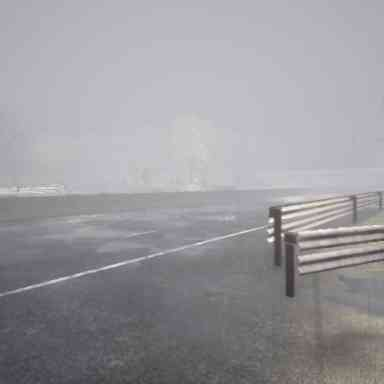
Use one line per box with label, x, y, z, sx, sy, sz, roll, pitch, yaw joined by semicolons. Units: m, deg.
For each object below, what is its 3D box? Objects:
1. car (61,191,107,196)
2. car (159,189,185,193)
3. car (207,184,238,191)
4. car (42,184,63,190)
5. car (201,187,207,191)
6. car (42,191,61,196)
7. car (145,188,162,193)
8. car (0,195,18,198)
car;-9.278;0.796;31.024;1.837;1.490;4.892;0;1;36
car;-1.991;0.541;47.020;1.895;1.301;4.718;0;1;36
car;5.134;0.014;50.800;2.150;2.045;5.566;0;1;36
car;-24.767;-0.613;59.648;1.882;1.535;5.008;-1;3;15
car;3.892;-0.413;60.975;2.150;2.045;5.566;0;1;36
car;-12.654;0.805;32.331;2.128;1.511;4.902;0;1;36
car;-5.622;0.321;47.966;2.097;1.767;4.553;0;1;36
car;-17.749;0.997;31.270;1.895;1.301;4.718;0;1;36
